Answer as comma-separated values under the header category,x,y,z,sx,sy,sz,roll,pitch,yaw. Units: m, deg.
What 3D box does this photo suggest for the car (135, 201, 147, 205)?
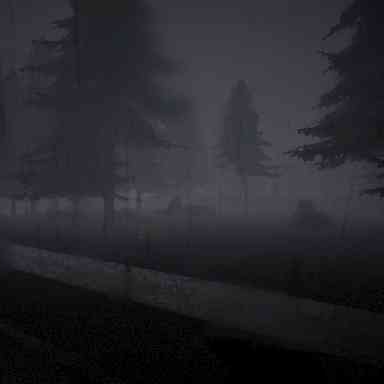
category,x,y,z,sx,sy,sz,roll,pitch,yaw
car,-8.411,1.620,60.609,1.994,1.385,4.181,0,0,37
